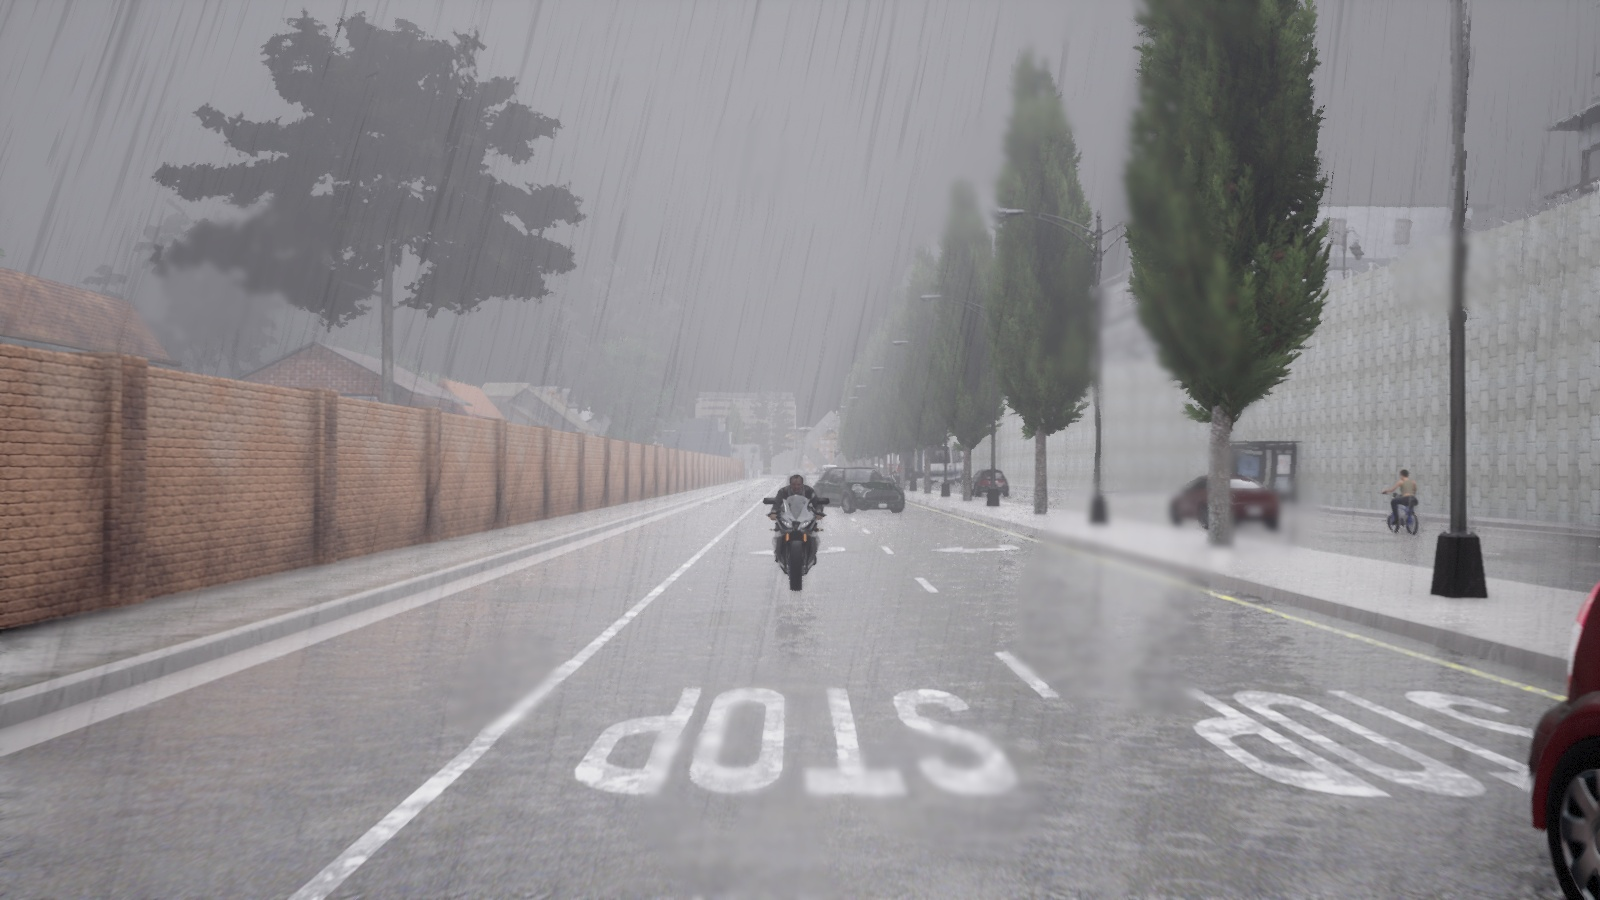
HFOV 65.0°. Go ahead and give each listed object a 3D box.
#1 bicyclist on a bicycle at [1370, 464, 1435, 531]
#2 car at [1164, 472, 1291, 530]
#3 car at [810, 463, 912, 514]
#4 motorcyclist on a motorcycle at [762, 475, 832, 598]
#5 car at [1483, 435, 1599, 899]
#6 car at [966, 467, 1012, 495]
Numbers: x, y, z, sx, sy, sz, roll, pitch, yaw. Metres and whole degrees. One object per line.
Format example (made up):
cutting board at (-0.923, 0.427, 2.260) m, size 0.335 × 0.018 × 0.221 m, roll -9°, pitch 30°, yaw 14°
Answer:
bicyclist on a bicycle at (14.919, 1.164, 31.131) m, size 0.866 × 1.612 × 1.509 m, roll 0°, pitch -1°, yaw 0°
car at (11.417, 1.309, 33.885) m, size 1.812 × 1.442 × 4.674 m, roll 0°, pitch -1°, yaw 0°
car at (2.147, 1.359, 45.664) m, size 2.097 × 1.767 × 4.553 m, roll 0°, pitch -1°, yaw -20°
motorcyclist on a motorcycle at (-0.041, 1.105, 16.873) m, size 0.866 × 1.530 × 2.191 m, roll 0°, pitch -1°, yaw 0°
car at (3.493, 0.738, 2.704) m, size 1.851 × 1.617 × 3.988 m, roll 0°, pitch -1°, yaw 0°
car at (11.315, 1.844, 75.514) m, size 2.033 × 1.649 × 4.856 m, roll 0°, pitch -1°, yaw 0°
